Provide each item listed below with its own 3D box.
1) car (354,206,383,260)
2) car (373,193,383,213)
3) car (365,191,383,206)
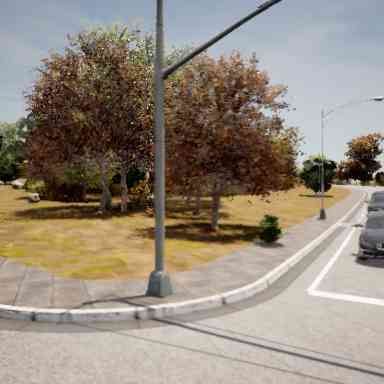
[{"bbox_3d":[7.035,1.482,11.830,1.837,1.490,4.892,0,1,30],"label":"car"},{"bbox_3d":[17.371,0.946,29.684,2.033,1.411,5.357,0,3,30],"label":"car"},{"bbox_3d":[12.030,1.008,20.476,2.150,2.045,5.566,0,2,30],"label":"car"}]
